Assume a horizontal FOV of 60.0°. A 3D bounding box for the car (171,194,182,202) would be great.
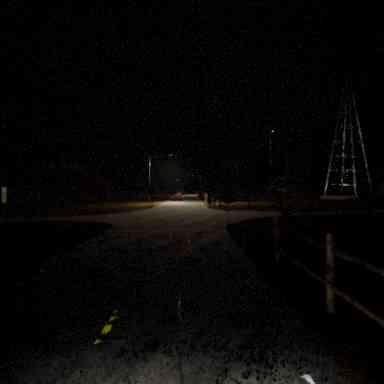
[{"bbox_3d":[-2.769,1.037,59.667,1.895,1.301,4.718,0,1,0],"label":"car"}]
